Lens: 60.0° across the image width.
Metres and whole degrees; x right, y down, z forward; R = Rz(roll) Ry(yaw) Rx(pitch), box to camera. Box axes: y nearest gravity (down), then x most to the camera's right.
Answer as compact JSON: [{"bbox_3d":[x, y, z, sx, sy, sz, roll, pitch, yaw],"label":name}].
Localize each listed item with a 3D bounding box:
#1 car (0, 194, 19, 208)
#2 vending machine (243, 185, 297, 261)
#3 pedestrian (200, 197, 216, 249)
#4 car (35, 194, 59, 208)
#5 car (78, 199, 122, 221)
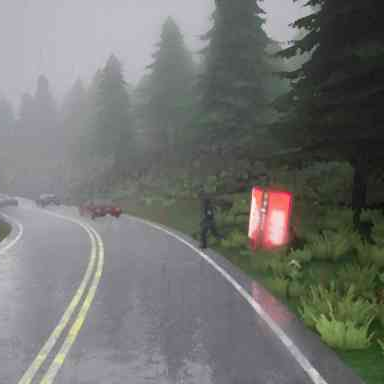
[{"bbox_3d":[-23.239,1.046,41.277,2.097,1.767,4.553,-6,2,-45],"label":"car"},{"bbox_3d":[2.303,0.895,9.988,1.100,2.100,0.880,4,5,-13],"label":"vending machine"},{"bbox_3d":[0.567,0.988,10.993,0.375,1.860,0.375,-7,8,-14],"label":"pedestrian"},{"bbox_3d":[-16.464,0.960,37.771,1.837,1.490,4.892,-4,2,-34],"label":"car"},{"bbox_3d":[-6.435,1.125,22.847,1.895,1.301,4.718,-4,3,-31],"label":"car"}]
